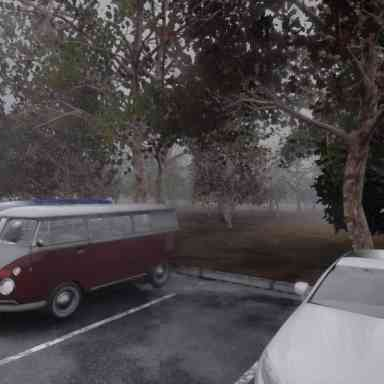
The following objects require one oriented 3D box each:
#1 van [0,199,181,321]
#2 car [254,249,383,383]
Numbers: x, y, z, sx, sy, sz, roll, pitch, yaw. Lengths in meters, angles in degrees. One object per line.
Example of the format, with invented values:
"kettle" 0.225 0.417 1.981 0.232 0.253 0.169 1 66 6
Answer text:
"van" -2.194 1.255 7.197 1.878 1.987 4.442 0 0 36
"car" 2.402 1.520 4.050 2.002 1.452 4.674 0 0 36
